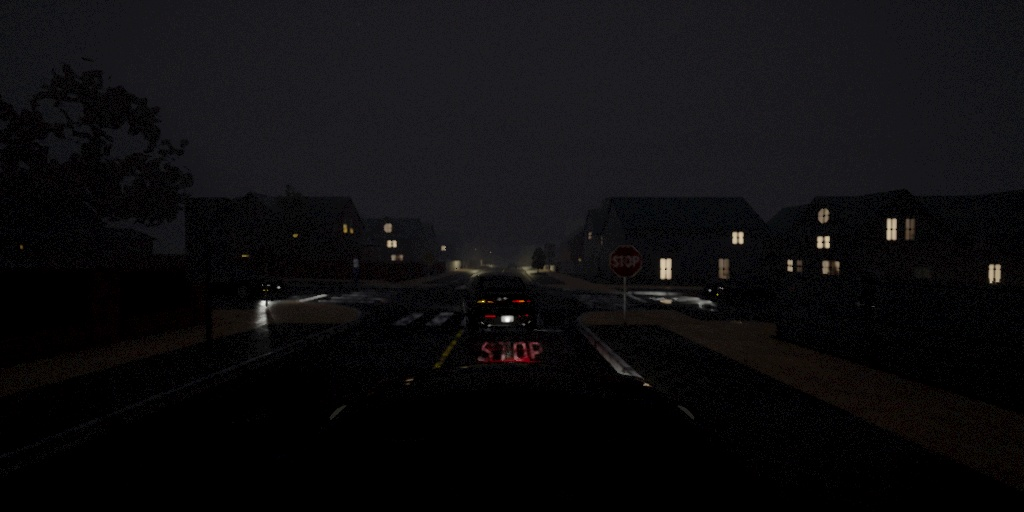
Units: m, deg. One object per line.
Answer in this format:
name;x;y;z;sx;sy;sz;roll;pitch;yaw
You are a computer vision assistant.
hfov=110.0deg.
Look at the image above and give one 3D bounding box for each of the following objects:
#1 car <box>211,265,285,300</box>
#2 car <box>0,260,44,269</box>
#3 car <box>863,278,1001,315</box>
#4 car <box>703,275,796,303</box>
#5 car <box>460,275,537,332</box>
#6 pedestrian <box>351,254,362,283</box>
car;-13.128;1.148;16.505;4.892;1.490;1.837;1;1;1
car;-23.524;0.936;16.673;4.892;1.490;1.837;1;1;1
car;18.896;1.862;15.999;5.357;1.411;2.033;1;1;1
car;12.526;1.693;19.048;4.181;1.385;1.994;1;1;1
car;-0.535;1.325;11.296;1.837;1.490;4.892;0;0;-10
pedestrian;-9.683;0.760;22.305;0.375;1.860;0.375;0;0;1
